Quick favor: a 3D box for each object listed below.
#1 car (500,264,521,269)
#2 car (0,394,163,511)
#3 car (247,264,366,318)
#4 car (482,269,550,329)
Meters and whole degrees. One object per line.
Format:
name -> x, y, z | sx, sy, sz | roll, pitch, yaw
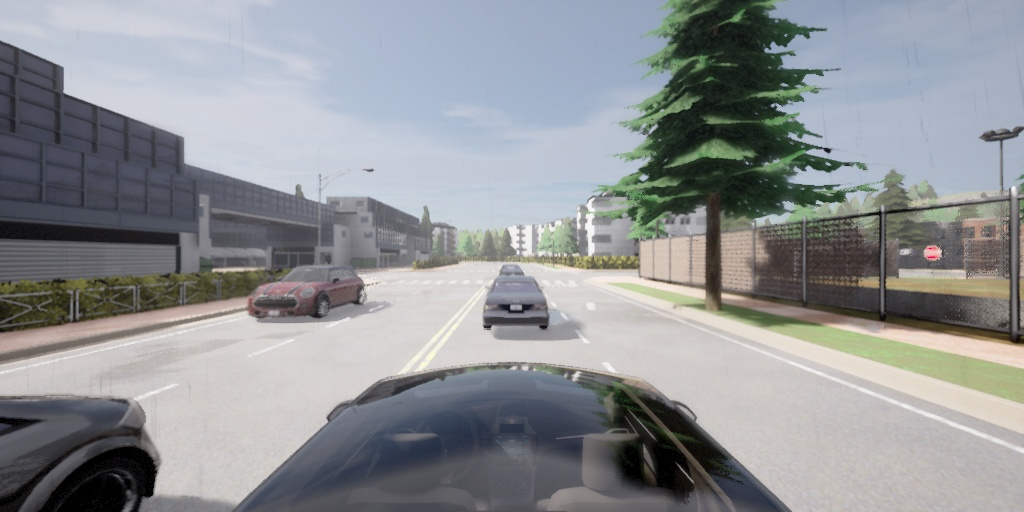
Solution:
car -> -0.126, 1.342, 27.341 | 2.033, 1.411, 5.357 | 0, 0, -4
car -> -3.598, 1.312, 0.887 | 1.994, 1.385, 4.181 | 0, 0, 0
car -> -7.088, 1.122, 12.927 | 2.097, 1.767, 4.553 | 0, 0, 0
car -> 0.093, 1.314, 11.317 | 2.033, 1.411, 5.357 | 0, 0, 0
